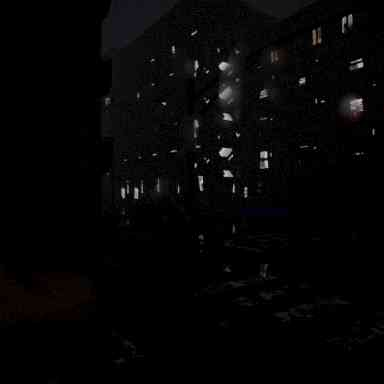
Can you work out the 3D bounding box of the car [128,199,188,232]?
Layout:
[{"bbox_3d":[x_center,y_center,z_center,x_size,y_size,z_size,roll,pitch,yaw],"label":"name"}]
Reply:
[{"bbox_3d":[-1.876,1.440,20.020,1.967,1.590,4.097,0,0,-36],"label":"car"}]

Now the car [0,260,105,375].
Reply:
[{"bbox_3d":[-3.568,1.525,4.020,4.829,1.417,1.752,0,0,-36],"label":"car"}]

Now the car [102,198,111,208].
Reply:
[{"bbox_3d":[-11.737,1.463,47.827,1.887,1.381,4.507,-1,0,-36],"label":"car"}]

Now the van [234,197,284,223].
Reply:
[{"bbox_3d":[4.913,1.280,24.934,1.690,1.788,3.998,0,0,-36],"label":"van"}]

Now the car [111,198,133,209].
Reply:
[{"bbox_3d":[-8.407,1.463,43.249,1.887,1.381,4.507,-1,0,-36],"label":"car"}]
